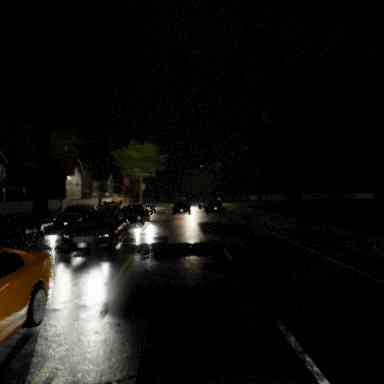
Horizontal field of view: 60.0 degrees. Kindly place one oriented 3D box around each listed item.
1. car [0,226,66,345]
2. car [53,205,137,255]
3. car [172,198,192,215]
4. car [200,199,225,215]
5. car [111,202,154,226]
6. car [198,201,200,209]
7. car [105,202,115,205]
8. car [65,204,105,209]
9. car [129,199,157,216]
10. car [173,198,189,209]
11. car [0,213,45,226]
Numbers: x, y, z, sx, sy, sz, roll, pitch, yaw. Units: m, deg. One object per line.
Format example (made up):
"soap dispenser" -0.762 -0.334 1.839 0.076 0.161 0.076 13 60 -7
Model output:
"car" -3.447 1.501 4.134 1.882 1.535 5.008 0 0 -2
"car" -3.762 1.515 13.595 2.128 1.511 4.902 0 0 -2
"car" -1.040 1.521 34.020 1.837 1.490 4.892 0 0 -1
"car" 2.216 1.556 34.126 1.994 1.385 4.181 0 0 -2
"car" -4.091 1.578 23.964 2.033 1.411 5.357 0 0 -1
"car" 1.804 1.605 45.297 2.033 1.411 5.357 0 -1 -2
"car" -7.555 1.624 31.276 1.994 1.385 4.181 0 0 -1
"car" -7.263 1.553 21.375 1.837 1.490 4.892 0 0 -2
"car" -4.171 1.274 28.826 1.895 1.301 4.718 0 0 -2
"car" -1.492 1.593 47.269 2.128 1.511 4.902 0 0 -1
"car" -6.958 1.553 11.945 1.837 1.490 4.892 0 0 -2
